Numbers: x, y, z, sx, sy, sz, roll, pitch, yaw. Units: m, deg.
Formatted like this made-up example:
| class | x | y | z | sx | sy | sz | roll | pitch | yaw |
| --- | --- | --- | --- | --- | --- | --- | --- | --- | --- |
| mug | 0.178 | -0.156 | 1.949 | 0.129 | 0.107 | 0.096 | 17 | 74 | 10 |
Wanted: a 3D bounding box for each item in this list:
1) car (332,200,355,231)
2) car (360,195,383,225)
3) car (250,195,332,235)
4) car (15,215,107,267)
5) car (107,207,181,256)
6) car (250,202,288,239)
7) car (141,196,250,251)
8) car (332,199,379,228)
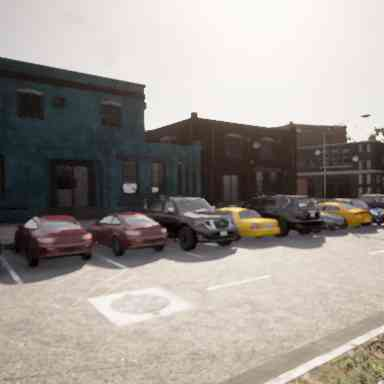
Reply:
| class | x | y | z | sx | sy | sz | roll | pitch | yaw |
| --- | --- | --- | --- | --- | --- | --- | --- | --- | --- |
| car | 6.460 | 1.427 | 19.565 | 2.231 | 1.521 | 4.892 | 0 | 0 | -35 |
| car | 10.974 | 1.288 | 22.808 | 2.185 | 1.767 | 4.553 | 0 | 0 | -35 |
| car | 4.183 | 1.181 | 17.973 | 2.435 | 2.045 | 5.566 | 0 | 0 | -35 |
| car | -4.857 | 1.504 | 11.502 | 2.002 | 1.452 | 4.674 | 0 | 0 | -35 |
| car | -2.645 | 1.495 | 13.076 | 2.002 | 1.452 | 4.674 | 0 | 0 | -35 |
| car | 1.827 | 1.436 | 16.489 | 1.946 | 1.575 | 5.366 | 0 | 0 | -35 |
| car | -0.416 | 1.196 | 14.630 | 2.435 | 2.045 | 5.566 | 0 | 0 | -35 |
| car | 8.630 | 1.420 | 21.095 | 2.097 | 1.535 | 5.008 | 0 | 0 | -35 |
